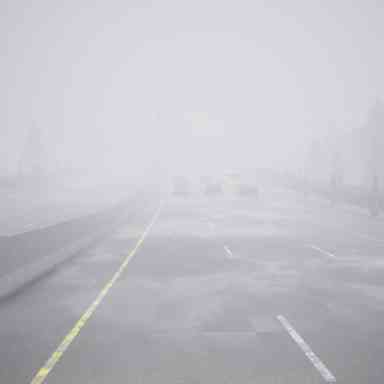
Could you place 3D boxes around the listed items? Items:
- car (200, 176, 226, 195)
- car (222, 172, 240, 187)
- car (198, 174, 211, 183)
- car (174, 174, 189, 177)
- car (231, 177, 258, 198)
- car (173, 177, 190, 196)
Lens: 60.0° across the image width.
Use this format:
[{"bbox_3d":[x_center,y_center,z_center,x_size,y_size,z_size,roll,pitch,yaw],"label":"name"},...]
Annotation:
[{"bbox_3d":[2.348,-0.570,38.239,1.882,1.535,5.008,0,7,-2],"label":"car"},{"bbox_3d":[5.496,-1.845,46.441,2.150,2.045,5.566,0,7,-2],"label":"car"},{"bbox_3d":[2.016,-1.861,48.516,1.882,1.535,5.008,0,7,-2],"label":"car"},{"bbox_3d":[-1.528,-1.822,48.087,1.882,1.535,5.008,0,7,-1],"label":"car"},{"bbox_3d":[5.902,-0.336,36.455,1.882,1.535,5.008,0,7,-2],"label":"car"},{"bbox_3d":[-1.196,-0.452,37.740,2.033,1.411,5.357,0,7,-1],"label":"car"}]
